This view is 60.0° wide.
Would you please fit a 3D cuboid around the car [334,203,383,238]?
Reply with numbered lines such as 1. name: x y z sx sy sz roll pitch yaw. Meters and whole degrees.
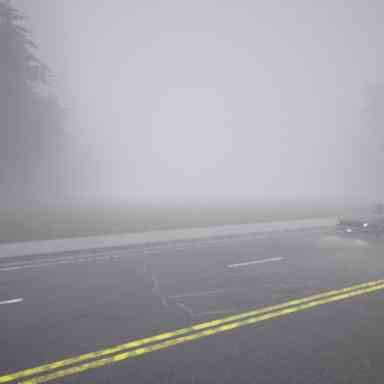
1. car: 9.172 1.209 15.425 5.357 1.411 2.033 -1 1 -25
